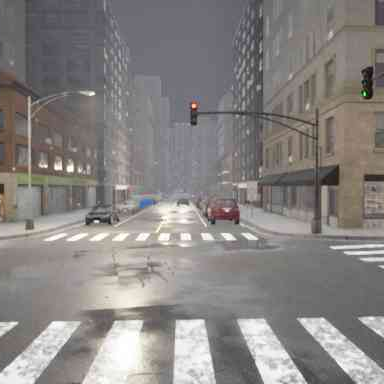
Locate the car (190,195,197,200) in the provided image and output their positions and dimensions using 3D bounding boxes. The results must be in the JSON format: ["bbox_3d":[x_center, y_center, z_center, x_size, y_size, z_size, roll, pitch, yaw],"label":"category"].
[{"bbox_3d":[0.400,1.500,91.139,2.008,1.369,4.403,-1,0,-2],"label":"car"}]

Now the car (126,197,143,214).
[{"bbox_3d":[-6.604,1.519,34.897,1.752,1.417,4.829,-1,0,-2],"label":"car"}]

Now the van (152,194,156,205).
[{"bbox_3d":[-7.070,1.326,51.818,1.690,1.788,3.998,-1,0,-2],"label":"van"}]

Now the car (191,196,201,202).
[{"bbox_3d":[0.855,1.518,74.387,2.008,1.369,4.403,-1,0,-2],"label":"car"}]

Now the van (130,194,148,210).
[{"bbox_3d":[-6.764,1.332,40.651,1.690,1.788,3.998,-1,0,-2],"label":"van"}]

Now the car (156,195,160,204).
[{"bbox_3d":[-7.223,1.296,57.402,2.192,1.841,5.009,-1,0,-2],"label":"car"}]

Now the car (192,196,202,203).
[{"bbox_3d":[1.007,1.538,68.803,1.947,1.339,4.313,-1,0,-2],"label":"car"}]

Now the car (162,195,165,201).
[{"bbox_3d":[-7.680,1.407,74.153,1.967,1.590,4.097,-1,0,-2],"label":"car"}]

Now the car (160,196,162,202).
[{"bbox_3d":[-7.375,1.417,62.986,1.967,1.590,4.097,-1,0,-2],"label":"car"}]

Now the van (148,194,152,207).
[{"bbox_3d":[-6.917,1.329,46.235,1.690,1.788,3.998,-1,0,-2],"label":"van"}]

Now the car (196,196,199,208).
[{"bbox_3d":[1.760,1.517,41.054,1.752,1.417,4.829,-1,0,-2],"label":"car"}]

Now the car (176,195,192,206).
[{"bbox_3d":[-1.434,1.489,53.479,1.837,1.490,4.892,0,0,-2],"label":"car"}]

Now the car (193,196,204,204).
[{"bbox_3d":[1.158,1.542,63.220,1.947,1.339,4.313,-1,0,-2],"label":"car"}]

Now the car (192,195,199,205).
[{"bbox_3d":[1.611,1.303,46.468,2.192,1.841,5.009,-1,0,-2],"label":"car"}]

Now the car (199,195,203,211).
[{"bbox_3d":[2.066,1.310,29.717,2.192,1.841,5.009,-1,0,-2],"label":"car"}]

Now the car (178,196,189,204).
[{"bbox_3d":[-1.719,1.524,63.896,2.033,1.411,5.357,0,0,-2],"label":"car"}]

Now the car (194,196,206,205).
[{"bbox_3d":[1.305,1.506,57.806,1.752,1.417,4.829,-1,0,-2],"label":"car"}]

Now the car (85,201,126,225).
[{"bbox_3d":[-6.302,1.562,23.900,1.947,1.339,4.313,-1,0,-2],"label":"car"}]

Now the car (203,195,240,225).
[{"bbox_3d":[2.217,1.311,24.133,2.192,1.841,5.009,-1,0,-2],"label":"car"}]
